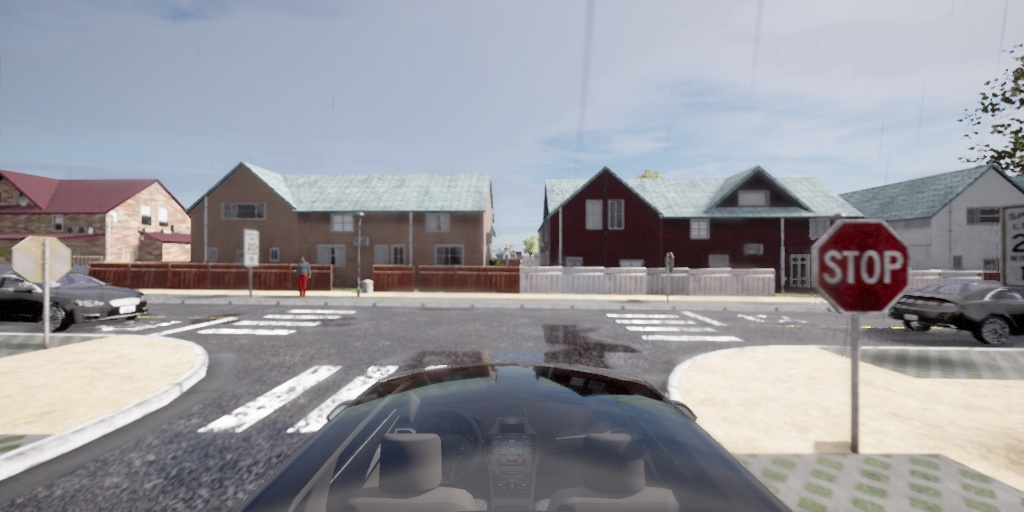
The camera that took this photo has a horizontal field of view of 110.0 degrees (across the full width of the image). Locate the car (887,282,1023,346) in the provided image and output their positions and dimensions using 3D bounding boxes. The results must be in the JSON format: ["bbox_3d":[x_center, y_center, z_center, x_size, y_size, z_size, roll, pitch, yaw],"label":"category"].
[{"bbox_3d":[13.029,1.437,9.469,4.902,1.511,2.128,1,0,1],"label":"car"}]

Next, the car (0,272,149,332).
[{"bbox_3d":[-13.105,1.189,10.093,4.902,1.511,2.128,1,0,3],"label":"car"}]

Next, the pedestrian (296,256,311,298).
[{"bbox_3d":[-9.315,0.910,15.911,0.375,1.860,0.375,0,-1,1],"label":"pedestrian"}]
